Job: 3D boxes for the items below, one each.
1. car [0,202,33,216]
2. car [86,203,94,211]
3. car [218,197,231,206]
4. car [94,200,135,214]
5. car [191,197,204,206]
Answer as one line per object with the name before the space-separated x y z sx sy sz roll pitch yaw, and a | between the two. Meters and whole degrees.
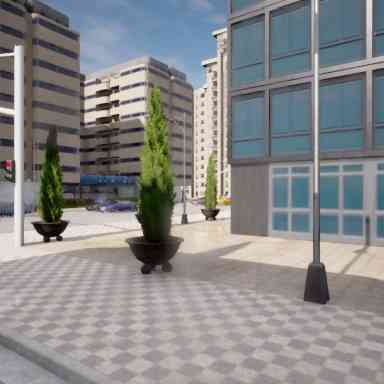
car | -17.215 1.603 29.784 2.033 1.411 5.357 0 0 35
car | -10.449 1.619 39.344 1.994 1.385 4.181 0 0 35
car | 4.980 1.533 54.941 1.882 1.535 5.008 0 0 36
car | -8.041 1.581 36.658 1.812 1.442 4.674 0 0 35
car | 1.754 1.581 56.448 1.812 1.442 4.674 0 0 36
